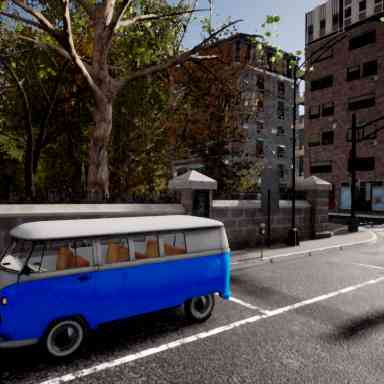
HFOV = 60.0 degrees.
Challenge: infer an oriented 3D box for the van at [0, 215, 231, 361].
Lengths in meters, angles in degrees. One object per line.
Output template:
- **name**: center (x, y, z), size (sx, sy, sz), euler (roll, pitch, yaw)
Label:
- **van**: center (-1.186, 1.342, 5.655), size (3.998, 1.788, 1.690), euler (0, 1, -36)
